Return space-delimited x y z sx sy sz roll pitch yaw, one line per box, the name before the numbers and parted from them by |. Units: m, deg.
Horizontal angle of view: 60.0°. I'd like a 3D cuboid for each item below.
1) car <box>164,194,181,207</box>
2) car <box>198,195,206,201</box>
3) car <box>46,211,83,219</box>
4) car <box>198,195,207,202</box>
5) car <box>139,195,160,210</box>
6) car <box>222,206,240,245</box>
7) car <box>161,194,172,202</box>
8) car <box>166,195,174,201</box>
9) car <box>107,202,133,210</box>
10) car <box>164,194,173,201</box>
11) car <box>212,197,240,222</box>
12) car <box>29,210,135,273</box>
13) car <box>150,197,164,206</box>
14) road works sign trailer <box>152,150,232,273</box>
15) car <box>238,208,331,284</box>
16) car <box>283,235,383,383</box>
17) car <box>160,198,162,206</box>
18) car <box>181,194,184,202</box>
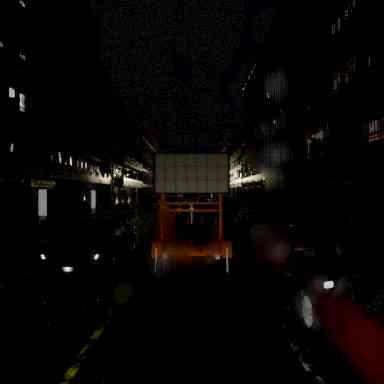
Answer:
car | -3.152 1.467 50.490 1.882 1.535 5.008 0 0 0
car | 2.592 1.516 88.449 1.887 1.381 4.507 0 0 0
car | -5.705 1.565 15.169 1.947 1.339 4.313 0 0 0
car | 2.604 1.503 77.346 1.752 1.417 4.829 0 0 0
car | -5.737 1.432 43.353 1.967 1.590 4.097 0 0 0
car | 2.676 1.550 15.176 2.008 1.369 4.403 0 0 0
car | -5.775 1.293 77.171 2.192 1.841 5.009 0 0 0
car | -5.788 1.516 88.444 1.887 1.381 4.507 0 0 0
car | -5.718 1.523 26.272 1.752 1.417 4.829 0 0 0
car | -5.782 1.415 82.806 1.967 1.590 4.097 0 0 0
car | 2.664 1.312 26.449 2.192 1.841 5.009 0 0 0
car | -3.111 1.547 10.981 2.033 1.411 5.357 0 0 0
car | -5.751 1.570 54.626 1.802 1.307 4.206 0 0 0
road works sign trailer | -0.011 0.464 10.669 2.380 3.560 2.880 0 0 0
car | 2.682 1.440 9.540 1.967 1.590 4.097 0 0 0
car | 2.689 1.545 3.903 1.887 1.381 4.507 0 0 0
car | -5.743 1.305 48.989 2.192 1.841 5.009 0 0 0
car | -3.090 1.197 78.987 2.150 2.045 5.566 0 0 0
